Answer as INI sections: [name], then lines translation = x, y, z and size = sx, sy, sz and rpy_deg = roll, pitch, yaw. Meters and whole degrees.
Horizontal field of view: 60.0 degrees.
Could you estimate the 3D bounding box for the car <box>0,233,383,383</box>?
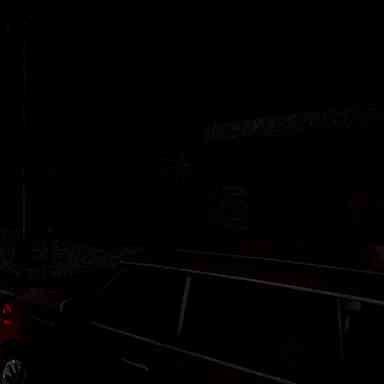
[car]
translation = 0.255, 1.315, 2.896
size = 5.009, 1.841, 2.192
rpy_deg = 0, 0, 36
